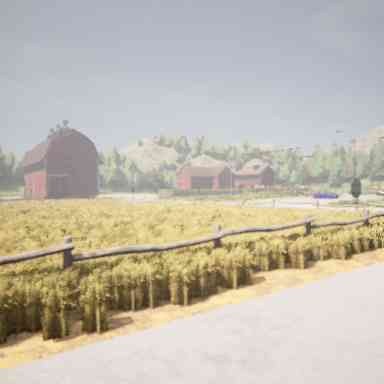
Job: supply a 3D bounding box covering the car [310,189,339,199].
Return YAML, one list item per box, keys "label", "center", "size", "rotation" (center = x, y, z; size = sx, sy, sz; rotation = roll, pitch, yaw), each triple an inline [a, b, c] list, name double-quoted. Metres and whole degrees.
- label: "car"
  center: [25.558, 0.525, 63.221]
  size: [2.242, 1.667, 4.611]
  rotation: [-1, 1, -36]

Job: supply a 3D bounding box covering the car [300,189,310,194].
- label: "car"
  center: [29.049, 0.119, 82.189]
  size: [1.932, 1.855, 4.605]
  rotation: [-1, 1, -36]

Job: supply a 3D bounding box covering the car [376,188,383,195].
- label: "car"
  center: [45.096, -0.053, 77.499]
  size: [1.905, 1.878, 3.866]
  rotation: [-1, 1, -36]
